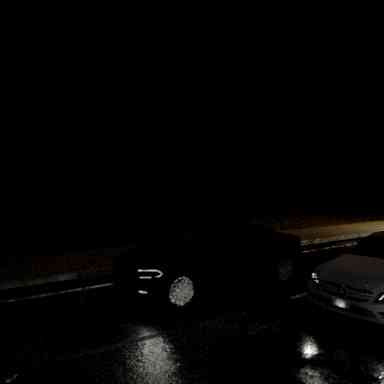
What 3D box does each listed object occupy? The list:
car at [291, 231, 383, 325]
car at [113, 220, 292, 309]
[{"bbox_3d":[4.308,1.539,6.753,4.674,1.442,1.812,0,0,-35],"label":"car"},{"bbox_3d":[0.587,1.487,8.092,5.008,1.535,1.882,0,0,-35],"label":"car"}]
